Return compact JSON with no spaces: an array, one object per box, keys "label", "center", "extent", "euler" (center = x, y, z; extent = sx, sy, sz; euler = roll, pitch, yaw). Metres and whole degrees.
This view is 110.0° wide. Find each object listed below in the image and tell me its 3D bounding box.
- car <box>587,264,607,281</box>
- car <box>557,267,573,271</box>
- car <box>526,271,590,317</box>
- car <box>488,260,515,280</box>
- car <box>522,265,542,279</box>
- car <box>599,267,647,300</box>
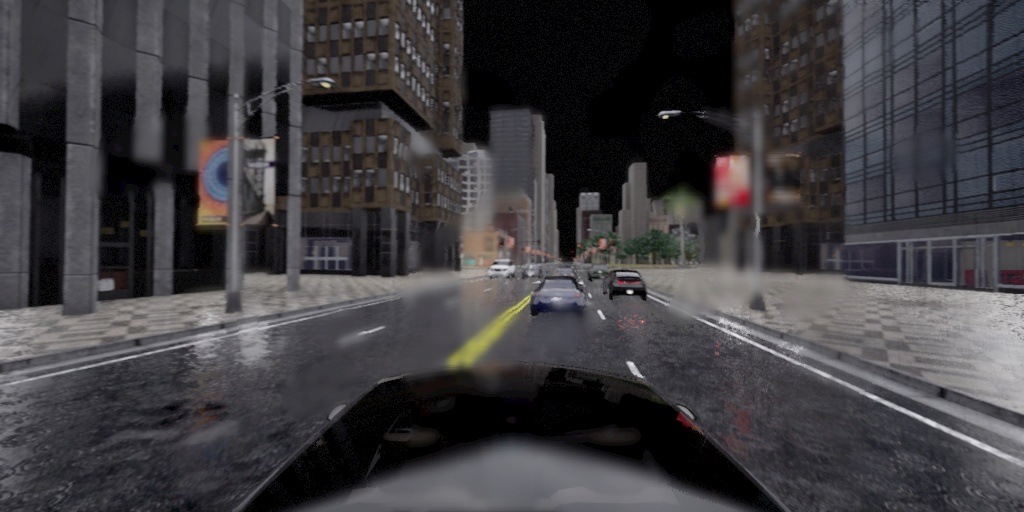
[{"label":"car","center":[8.563,1.554,35.474],"extent":[2.097,1.767,4.553],"euler":[0,-1,9]},{"label":"car","center":[4.838,1.693,32.749],"extent":[2.033,1.411,5.357],"euler":[0,-1,9]},{"label":"car","center":[1.861,1.472,14.100],"extent":[1.994,1.385,4.181],"euler":[0,-1,9]},{"label":"car","center":[-1.014,1.398,38.556],"extent":[2.150,2.045,5.566],"euler":[0,-1,9]},{"label":"car","center":[2.214,1.684,38.150],"extent":[2.128,1.511,4.902],"euler":[0,-1,9]},{"label":"car","center":[6.018,1.501,19.481],"extent":[1.837,1.490,4.892],"euler":[0,-1,9]}]
